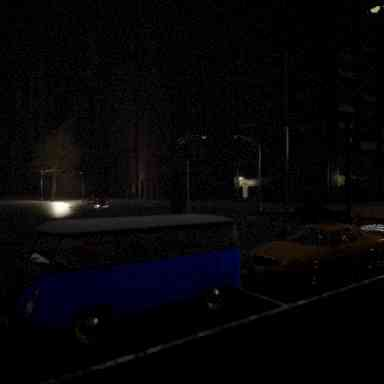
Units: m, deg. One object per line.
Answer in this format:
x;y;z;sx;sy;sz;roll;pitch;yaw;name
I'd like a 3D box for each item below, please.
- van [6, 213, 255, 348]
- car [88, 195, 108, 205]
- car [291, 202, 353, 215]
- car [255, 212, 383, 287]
-0.940;1.325;5.981;3.998;1.788;1.690;0;0;-36;van
-16.311;1.369;57.572;2.097;1.767;4.553;-1;0;-36;car
8.908;1.441;22.541;1.812;1.442;4.674;-1;0;-36;car
3.544;1.474;9.180;4.829;1.417;1.752;0;0;-36;car
